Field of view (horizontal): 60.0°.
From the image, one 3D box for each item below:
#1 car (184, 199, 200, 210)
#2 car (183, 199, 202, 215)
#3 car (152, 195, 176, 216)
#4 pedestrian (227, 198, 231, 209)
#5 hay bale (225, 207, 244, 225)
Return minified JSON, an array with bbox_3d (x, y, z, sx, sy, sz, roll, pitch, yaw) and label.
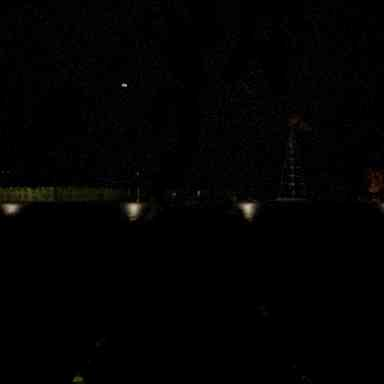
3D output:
[{"bbox_3d":[0.025,1.726,46.286,2.033,1.411,5.357,0,0,0],"label":"car"},{"bbox_3d":[0.047,1.620,35.717,1.882,1.535,5.008,0,0,1],"label":"car"},{"bbox_3d":[-2.834,1.361,34.558,2.150,2.045,5.566,0,0,0],"label":"car"},{"bbox_3d":[2.835,1.396,25.773,0.375,1.860,0.375,-1,1,0],"label":"pedestrian"},{"bbox_3d":[3.143,1.757,24.680,1.220,1.180,1.240,1,1,0],"label":"hay bale"}]
